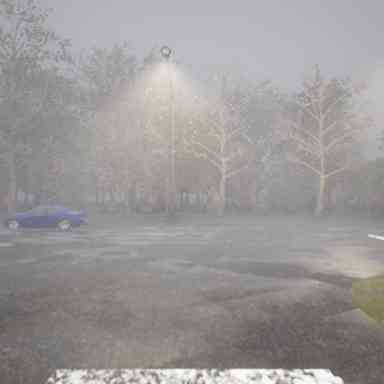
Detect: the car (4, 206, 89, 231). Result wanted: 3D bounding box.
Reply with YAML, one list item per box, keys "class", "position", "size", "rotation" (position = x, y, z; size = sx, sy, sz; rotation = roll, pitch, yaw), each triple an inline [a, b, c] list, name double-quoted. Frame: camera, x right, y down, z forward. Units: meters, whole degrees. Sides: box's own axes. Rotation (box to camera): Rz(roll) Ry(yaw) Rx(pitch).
- class: "car"
  position: [-9.070, 1.609, 20.853]
  size: [5.008, 1.535, 1.882]
  rotation: [0, 0, 1]
